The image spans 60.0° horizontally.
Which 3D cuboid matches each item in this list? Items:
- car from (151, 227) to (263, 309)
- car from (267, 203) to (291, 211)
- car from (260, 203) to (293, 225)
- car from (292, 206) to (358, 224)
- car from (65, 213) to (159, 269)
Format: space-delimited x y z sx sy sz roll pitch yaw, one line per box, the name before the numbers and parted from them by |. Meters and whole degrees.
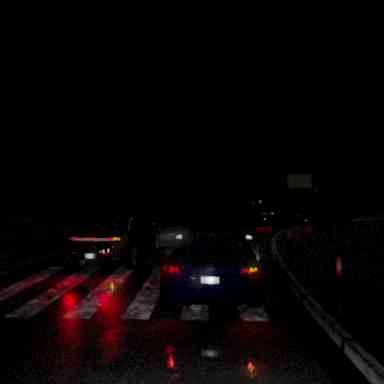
car | 0.507 1.512 7.886 1.994 1.385 4.181 0 0 5
car | 19.119 3.306 73.341 4.553 1.767 2.097 -3 -5 41
car | 7.828 1.882 27.331 4.902 1.511 2.128 -1 -4 -30
car | 10.256 1.739 25.143 4.718 1.301 1.895 -1 -4 -27
car | -2.371 1.453 11.100 2.128 1.511 4.902 -1 0 7
